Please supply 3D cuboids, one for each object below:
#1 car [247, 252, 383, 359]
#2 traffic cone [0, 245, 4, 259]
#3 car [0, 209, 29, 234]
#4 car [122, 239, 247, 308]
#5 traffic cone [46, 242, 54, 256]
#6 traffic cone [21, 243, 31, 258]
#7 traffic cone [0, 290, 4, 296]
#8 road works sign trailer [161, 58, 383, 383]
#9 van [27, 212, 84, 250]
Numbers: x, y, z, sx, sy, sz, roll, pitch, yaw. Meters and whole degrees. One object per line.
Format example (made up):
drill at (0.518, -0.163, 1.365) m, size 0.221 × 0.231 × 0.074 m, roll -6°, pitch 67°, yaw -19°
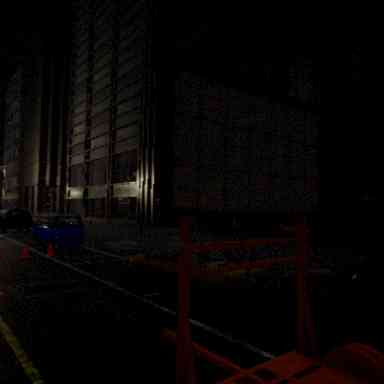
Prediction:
car at (3.412, 1.597, 4.411) m, size 2.192 × 1.841 × 5.009 m, roll 3°, pitch -3°, yaw -39°
traffic cone at (-7.839, 2.425, 13.532) m, size 0.340 × 0.580 × 0.340 m, roll 3°, pitch -3°, yaw -39°
car at (-14.141, 2.234, 26.276) m, size 2.192 × 1.841 × 5.009 m, roll 3°, pitch -3°, yaw -39°
car at (-0.210, 1.938, 8.907) m, size 1.752 × 1.417 × 4.829 m, roll 3°, pitch -3°, yaw -39°
traffic cone at (-6.279, 2.512, 14.782) m, size 0.340 × 0.580 × 0.340 m, roll 3°, pitch -3°, yaw -39°
traffic cone at (-7.059, 2.469, 14.157) m, size 0.340 × 0.580 × 0.340 m, roll 3°, pitch -3°, yaw -39°
traffic cone at (-4.863, 2.245, 8.230) m, size 0.340 × 0.580 × 0.340 m, roll 3°, pitch -3°, yaw -39°
road works sign trailer at (0.542, 0.653, 3.636) m, size 2.380 × 3.560 × 2.880 m, roll 3°, pitch -3°, yaw -39°
van at (-7.120, 2.005, 17.529) m, size 1.690 × 1.788 × 3.998 m, roll 3°, pitch -3°, yaw -39°
